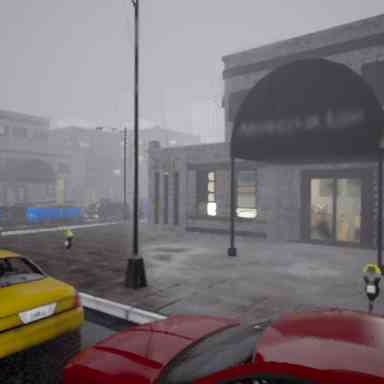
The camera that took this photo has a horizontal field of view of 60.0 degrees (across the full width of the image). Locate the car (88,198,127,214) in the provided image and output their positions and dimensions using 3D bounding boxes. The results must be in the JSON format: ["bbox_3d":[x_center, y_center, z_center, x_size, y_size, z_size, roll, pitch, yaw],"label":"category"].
[{"bbox_3d":[-9.253,1.404,36.195,2.097,1.767,4.553,0,0,35],"label":"car"}]

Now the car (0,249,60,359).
[{"bbox_3d":[-3.852,1.525,5.615,4.829,1.417,1.752,0,0,35],"label":"car"}]

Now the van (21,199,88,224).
[{"bbox_3d":[-10.166,1.409,24.823,1.690,1.788,3.998,0,0,35],"label":"van"}]

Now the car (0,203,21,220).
[{"bbox_3d":[-14.876,1.591,28.190,1.994,1.385,4.181,0,0,35],"label":"car"}]

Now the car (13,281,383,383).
[{"bbox_3d":[0.925,1.545,2.209,4.507,1.381,1.887,0,0,35],"label":"car"}]

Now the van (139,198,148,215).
[{"bbox_3d":[-3.821,1.438,33.862,1.690,1.788,3.998,0,0,35],"label":"van"}]

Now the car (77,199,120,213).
[{"bbox_3d":[-10.768,1.562,38.552,1.752,1.417,4.829,0,0,35],"label":"car"}]
